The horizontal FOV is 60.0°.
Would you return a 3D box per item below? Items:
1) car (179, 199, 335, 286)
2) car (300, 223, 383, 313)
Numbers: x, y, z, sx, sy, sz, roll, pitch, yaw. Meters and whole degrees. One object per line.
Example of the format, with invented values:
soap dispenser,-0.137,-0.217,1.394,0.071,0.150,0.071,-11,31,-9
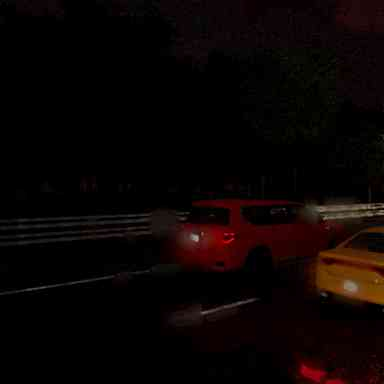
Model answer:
car,2.249,1.222,9.675,5.566,2.045,2.150,0,0,-36
car,4.734,1.478,7.153,5.008,1.535,1.882,0,0,-36
